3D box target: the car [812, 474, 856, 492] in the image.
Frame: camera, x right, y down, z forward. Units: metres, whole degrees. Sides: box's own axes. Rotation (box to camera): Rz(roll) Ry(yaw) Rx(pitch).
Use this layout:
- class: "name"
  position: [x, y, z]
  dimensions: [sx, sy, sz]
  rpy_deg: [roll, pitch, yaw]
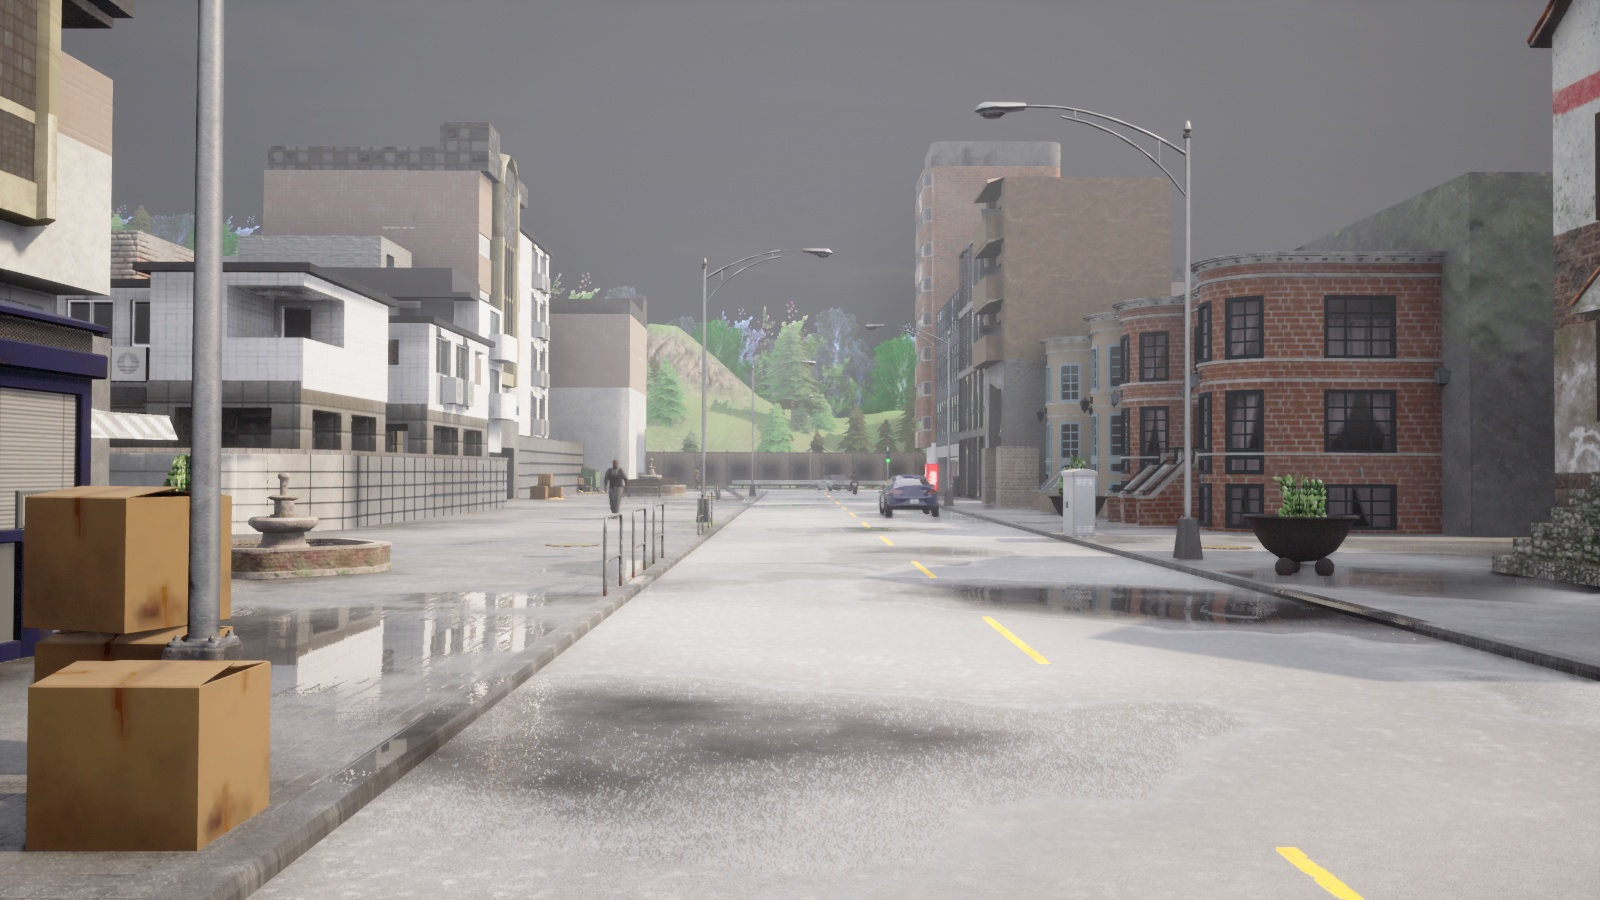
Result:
- class: "car"
  position: [2.546, 2.513, 96.005]
  dimensions: [1.895, 1.301, 4.718]
  rpy_deg: [0, -1, -18]

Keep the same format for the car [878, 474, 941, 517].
- class: "car"
  position: [3.854, 1.574, 44.724]
  dimensions: [1.812, 1.442, 4.674]
  rpy_deg: [0, -1, 0]
